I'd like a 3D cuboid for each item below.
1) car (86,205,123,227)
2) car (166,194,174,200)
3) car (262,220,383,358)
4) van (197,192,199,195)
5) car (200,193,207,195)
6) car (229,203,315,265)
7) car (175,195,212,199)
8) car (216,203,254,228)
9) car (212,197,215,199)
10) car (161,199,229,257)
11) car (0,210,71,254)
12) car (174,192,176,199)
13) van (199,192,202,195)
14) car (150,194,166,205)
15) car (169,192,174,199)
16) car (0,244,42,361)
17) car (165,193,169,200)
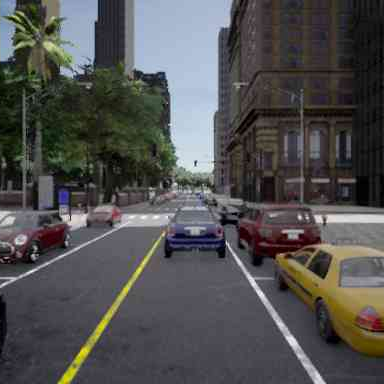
[{"bbox_3d":[-5.767,1.535,22.335,1.802,1.307,4.206,0,0,0],"label":"car"},{"bbox_3d":[-5.772,1.302,86.546,1.752,1.417,4.829,0,0,0],"label":"car"},{"bbox_3d":[2.759,1.513,6.212,1.752,1.417,4.829,0,0,0],"label":"car"},{"bbox_3d":[2.753,1.117,86.696,1.690,1.788,3.998,0,0,0],"label":"van"},{"bbox_3d":[2.755,1.385,59.765,1.752,1.417,4.829,0,0,0],"label":"car"},{"bbox_3d":[2.758,1.292,11.467,2.192,1.841,5.009,0,0,0],"label":"car"},{"bbox_3d":[0.099,1.303,23.500,2.097,1.767,4.553,0,0,0],"label":"car"},{"bbox_3d":[2.758,1.519,22.318,1.947,1.339,4.313,0,0,0],"label":"car"},{"bbox_3d":[2.756,1.455,48.754,1.947,1.339,4.313,0,0,0],"label":"car"},{"bbox_3d":[0.102,1.327,12.981,2.097,1.767,4.553,0,0,0],"label":"car"},{"bbox_3d":[-5.767,1.417,11.482,1.967,1.590,4.097,0,0,0],"label":"car"},{"bbox_3d":[-5.772,1.109,81.295,2.192,1.841,5.009,0,0,0],"label":"car"},{"bbox_3d":[2.754,1.186,65.015,1.690,1.788,3.998,0,0,0],"label":"van"},{"bbox_3d":[-5.770,1.425,54.194,2.008,1.369,4.403,0,0,0],"label":"car"},{"bbox_3d":[-5.771,1.252,75.875,1.967,1.590,4.097,0,0,0],"label":"car"},{"bbox_3d":[-3.098,1.487,1.990,2.128,1.511,4.902,0,0,0],"label":"car"},{"bbox_3d":[-5.770,1.300,59.614,1.967,1.590,4.097,0,0,0],"label":"car"}]
